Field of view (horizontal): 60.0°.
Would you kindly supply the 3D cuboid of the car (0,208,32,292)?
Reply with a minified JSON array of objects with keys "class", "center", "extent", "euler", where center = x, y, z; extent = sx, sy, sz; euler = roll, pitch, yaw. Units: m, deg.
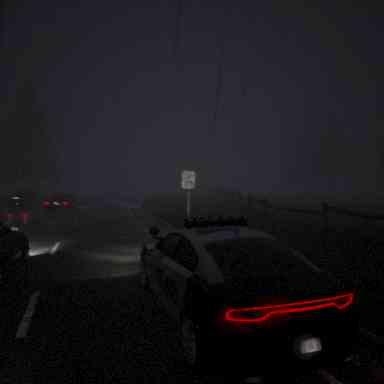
[{"class":"car","center":[-5.135,1.324,7.670],"extent":[1.994,1.385,4.181],"euler":[-1,2,-17]}]

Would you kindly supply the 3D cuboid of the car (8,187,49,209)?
[{"class":"car","center":[-13.988,0.625,28.322],"extent":[2.128,1.511,4.902],"euler":[0,2,-10]}]

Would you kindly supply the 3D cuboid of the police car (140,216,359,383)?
[{"class":"police car","center":[0.336,1.244,5.736],"extent":[1.930,1.638,5.238],"euler":[-1,2,-19]}]

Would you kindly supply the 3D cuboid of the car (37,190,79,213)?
[{"class":"car","center":[-10.011,0.762,25.635],"extent":[2.033,1.411,5.357],"euler":[0,2,-12]}]

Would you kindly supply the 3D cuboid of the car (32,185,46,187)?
[{"class":"car","center":[-31.445,-0.691,66.724],"extent":[4.892,1.490,1.837],"euler":[-1,2,-17]}]

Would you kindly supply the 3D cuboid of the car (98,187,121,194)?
[{"class":"car","center":[-15.851,-0.330,63.365],"extent":[4.718,1.301,1.895],"euler":[1,2,32]}]
